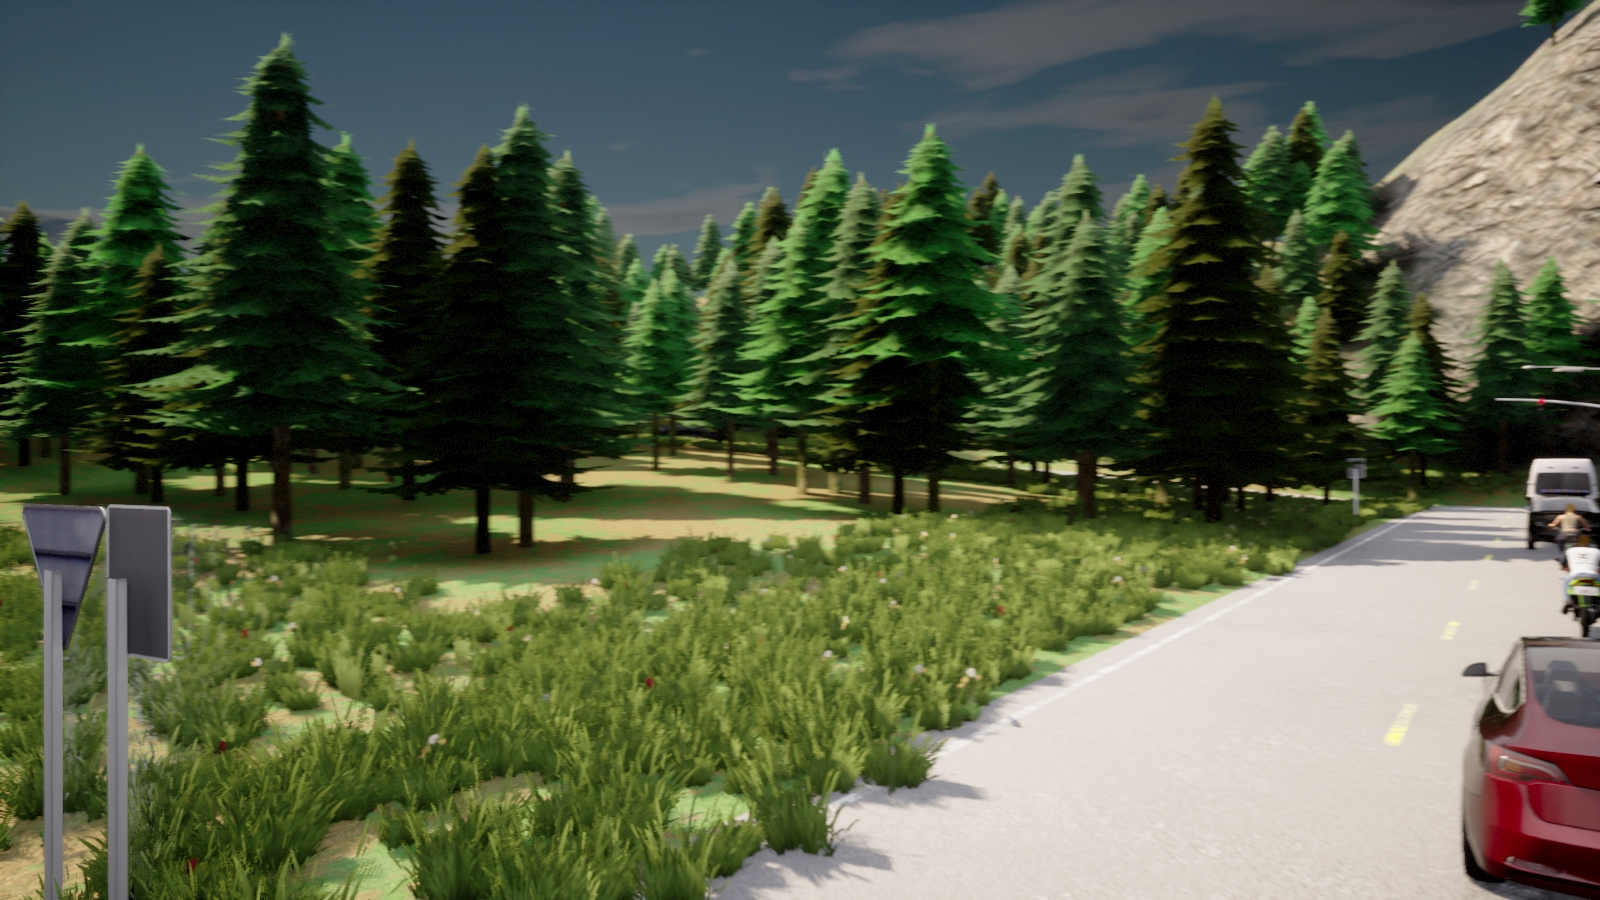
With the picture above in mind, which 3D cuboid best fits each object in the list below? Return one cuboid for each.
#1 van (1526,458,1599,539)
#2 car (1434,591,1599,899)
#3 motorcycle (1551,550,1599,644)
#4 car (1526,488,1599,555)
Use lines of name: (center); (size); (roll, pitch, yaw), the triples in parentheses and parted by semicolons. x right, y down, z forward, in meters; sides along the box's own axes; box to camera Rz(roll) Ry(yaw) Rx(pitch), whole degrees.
van: (26.453, 1.572, 39.696); (1.988, 2.561, 5.915); (0, 0, 33)
car: (6.005, 2.069, 8.226); (2.163, 1.488, 4.792); (0, 0, 33)
motorcycle: (12.069, 2.231, 17.627); (0.803, 1.145, 2.033); (0, 1, 33)
car: (22.506, 2.013, 33.414); (2.097, 1.638, 5.238); (0, 0, 33)
